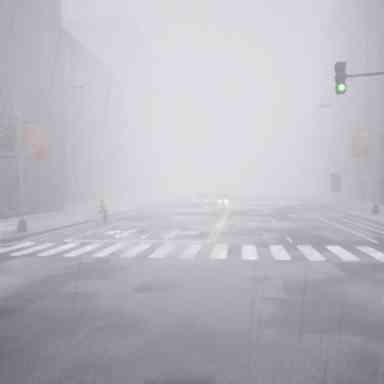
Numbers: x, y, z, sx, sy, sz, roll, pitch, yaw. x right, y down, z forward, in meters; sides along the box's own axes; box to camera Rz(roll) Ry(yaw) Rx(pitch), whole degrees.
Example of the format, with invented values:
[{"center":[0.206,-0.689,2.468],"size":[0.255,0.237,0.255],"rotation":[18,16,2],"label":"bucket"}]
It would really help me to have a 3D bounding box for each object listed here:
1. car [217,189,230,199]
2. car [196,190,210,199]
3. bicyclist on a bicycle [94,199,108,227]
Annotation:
[{"center":[5.077,0.250,53.853],"size":[2.128,1.511,4.902],"rotation":[-1,2,8],"label":"car"},{"center":[1.863,0.331,54.332],"size":[1.812,1.442,4.674],"rotation":[-1,2,8],"label":"car"},{"center":[-5.472,1.237,20.127],"size":[0.866,1.612,1.509],"rotation":[-1,1,9],"label":"bicyclist on a bicycle"}]
